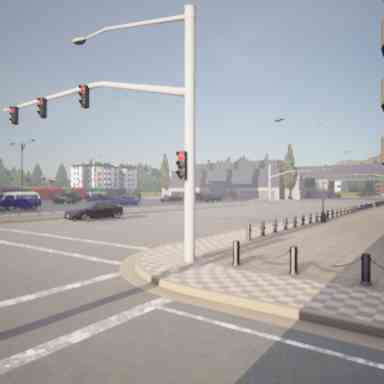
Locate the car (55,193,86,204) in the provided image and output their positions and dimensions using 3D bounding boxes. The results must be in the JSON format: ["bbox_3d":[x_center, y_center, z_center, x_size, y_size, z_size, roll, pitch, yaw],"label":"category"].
[{"bbox_3d":[-24.235,1.074,66.346,1.932,1.855,4.605,0,0,36],"label":"car"}]

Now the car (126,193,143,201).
[{"bbox_3d":[-13.922,1.077,80.510,1.905,1.878,3.866,0,0,36],"label":"car"}]

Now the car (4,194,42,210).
[{"bbox_3d":[-24.097,1.342,47.660,1.970,1.475,3.806,0,0,36],"label":"car"}]

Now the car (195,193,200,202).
[{"bbox_3d":[1.950,1.123,68.970,1.905,1.878,3.866,0,0,36],"label":"car"}]

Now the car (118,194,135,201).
[{"bbox_3d":[-16.254,1.310,82.226,1.970,1.475,3.806,0,0,36],"label":"car"}]

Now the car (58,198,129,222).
[{"bbox_3d":[-7.754,1.503,26.701,1.882,1.535,5.008,0,1,36],"label":"car"}]

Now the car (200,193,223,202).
[{"bbox_3d":[4.256,1.127,67.219,1.932,1.855,4.605,0,0,36],"label":"car"}]

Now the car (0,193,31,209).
[{"bbox_3d":[-26.435,1.303,49.367,1.784,1.438,3.905,0,0,36],"label":"car"}]

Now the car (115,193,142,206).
[{"bbox_3d":[-10.534,1.355,56.457,1.970,1.475,3.806,0,0,36],"label":"car"}]

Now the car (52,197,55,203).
[{"bbox_3d":[-26.537,1.278,68.106,1.784,1.438,3.905,0,0,36],"label":"car"}]
